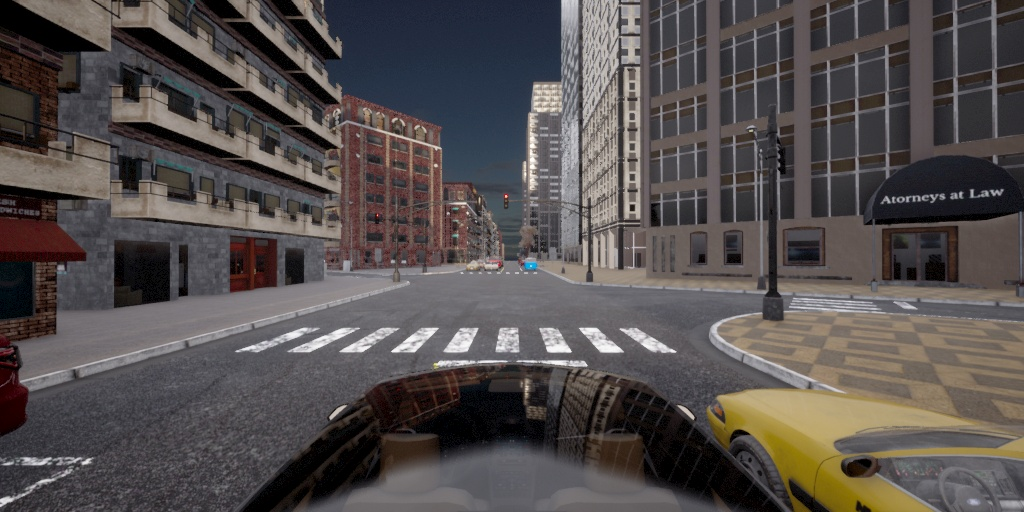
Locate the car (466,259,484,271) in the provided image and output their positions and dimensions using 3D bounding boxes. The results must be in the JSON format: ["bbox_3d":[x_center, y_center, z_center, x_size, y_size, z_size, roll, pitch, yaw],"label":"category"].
[{"bbox_3d":[-5.328,1.320,49.895,1.751,1.417,4.829,0,0,0],"label":"car"}]

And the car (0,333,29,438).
[{"bbox_3d":[-5.314,1.065,1.065,2.192,1.841,5.009,0,0,0],"label":"car"}]

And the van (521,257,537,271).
[{"bbox_3d":[2.552,1.135,50.067,1.690,1.789,3.998,0,0,0],"label":"van"}]

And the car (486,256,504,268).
[{"bbox_3d":[-2.848,1.037,59.686,2.150,2.045,5.566,0,0,0],"label":"car"}]

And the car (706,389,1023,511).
[{"bbox_3d":[2.566,1.275,1.244,1.751,1.417,4.829,0,0,0],"label":"car"}]

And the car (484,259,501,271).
[{"bbox_3d":[-2.862,1.396,50.179,1.895,1.301,4.718,0,0,-2],"label":"car"}]
